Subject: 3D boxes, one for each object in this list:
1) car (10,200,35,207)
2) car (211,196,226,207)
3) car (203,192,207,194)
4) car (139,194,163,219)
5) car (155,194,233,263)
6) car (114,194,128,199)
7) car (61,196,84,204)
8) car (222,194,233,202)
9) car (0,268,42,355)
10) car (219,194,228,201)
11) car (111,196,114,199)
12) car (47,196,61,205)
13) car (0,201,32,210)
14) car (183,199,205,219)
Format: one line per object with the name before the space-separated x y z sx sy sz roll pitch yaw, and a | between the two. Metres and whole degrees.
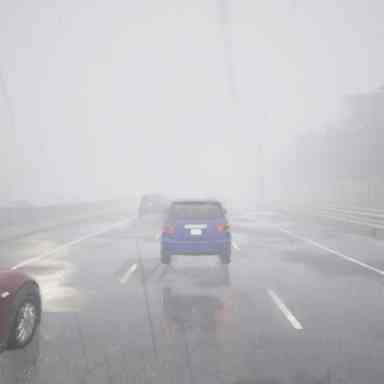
car | -17.459 1.510 32.995 2.033 1.411 5.357 0 0 0
car | 3.770 1.403 47.998 1.812 1.442 4.674 0 0 1
car | 4.284 1.468 83.904 2.128 1.511 4.902 0 0 1
car | -3.288 1.188 29.254 2.150 2.045 5.566 0 0 0
car | 0.126 1.207 12.024 2.150 2.045 5.566 0 0 0
car | -13.517 1.463 65.625 1.812 1.442 4.674 0 0 1
car | -20.606 1.492 58.589 2.033 1.411 5.357 0 0 1
car | 7.432 1.278 69.979 1.882 1.535 5.008 0 0 2
car | -3.394 1.348 3.348 2.097 1.767 4.553 0 0 0
car | 7.735 1.335 81.143 1.812 1.442 4.674 0 0 1
car | -16.866 1.205 75.255 2.097 1.767 4.553 0 0 1
car | -23.466 1.436 57.792 2.128 1.511 4.902 0 0 -2
car | -14.016 1.573 24.401 1.895 1.301 4.718 0 0 0
car | 0.218 1.470 30.050 1.837 1.490 4.892 0 0 0
